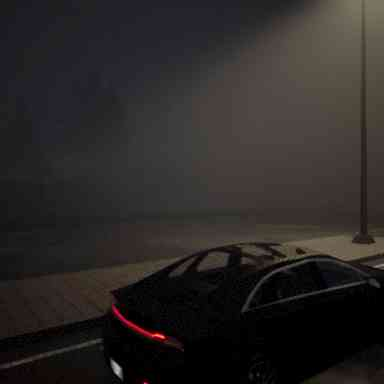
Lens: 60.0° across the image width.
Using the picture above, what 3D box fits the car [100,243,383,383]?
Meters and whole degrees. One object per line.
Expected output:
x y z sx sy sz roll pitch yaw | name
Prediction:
1.239 1.486 4.630 4.902 1.511 2.128 0 0 -35 | car
